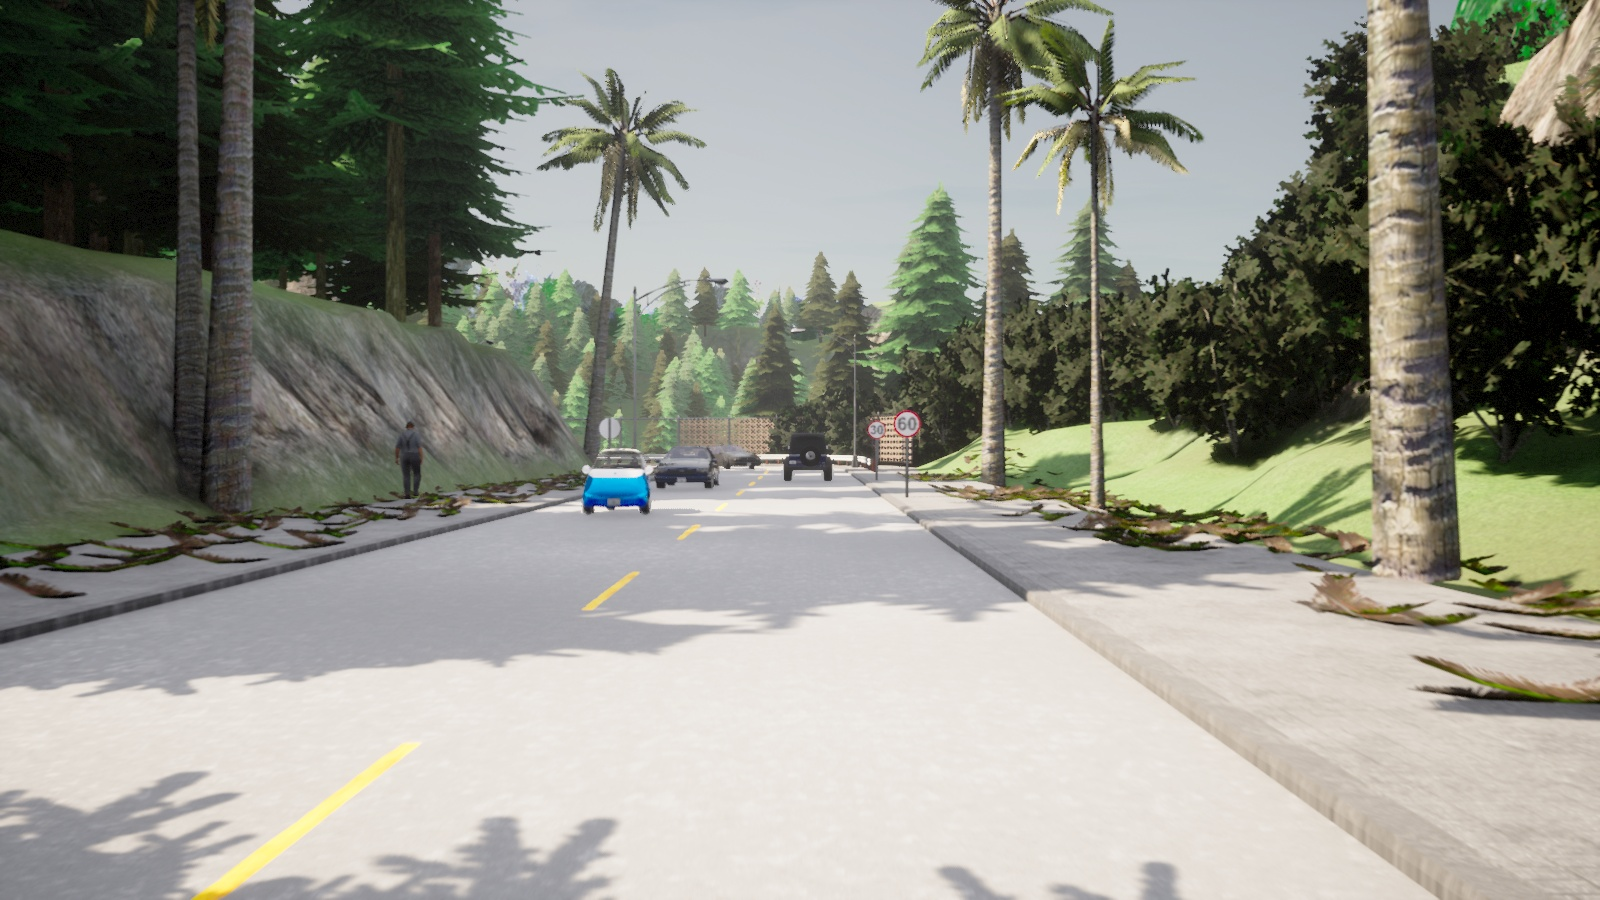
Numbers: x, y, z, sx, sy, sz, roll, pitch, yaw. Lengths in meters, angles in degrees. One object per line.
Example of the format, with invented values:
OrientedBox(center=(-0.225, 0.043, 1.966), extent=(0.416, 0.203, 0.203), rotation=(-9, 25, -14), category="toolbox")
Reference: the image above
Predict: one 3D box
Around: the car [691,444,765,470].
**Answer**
OrientedBox(center=(-4.181, 0.386, 72.102), extent=(2.033, 1.411, 5.357), rotation=(0, 0, -30), category="car")

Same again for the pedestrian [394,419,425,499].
OrientedBox(center=(-9.053, 0.206, 29.137), extent=(0.540, 1.848, 0.694), rotation=(0, 0, -4), category="pedestrian")

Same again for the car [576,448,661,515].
OrientedBox(center=(-3.827, 0.647, 26.711), extent=(1.481, 1.376, 2.207), rotation=(0, 0, 0), category="car")

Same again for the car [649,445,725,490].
OrientedBox(center=(-3.734, 0.553, 42.246), extent=(2.033, 1.411, 5.357), rotation=(0, 0, 0), category="car")

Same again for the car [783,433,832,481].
OrientedBox(center=(0.313, 0.258, 50.435), extent=(1.905, 1.878, 3.866), rotation=(0, 0, 0), category="car")
